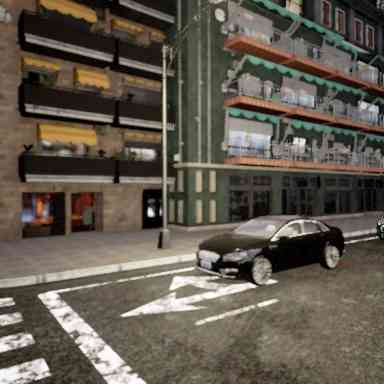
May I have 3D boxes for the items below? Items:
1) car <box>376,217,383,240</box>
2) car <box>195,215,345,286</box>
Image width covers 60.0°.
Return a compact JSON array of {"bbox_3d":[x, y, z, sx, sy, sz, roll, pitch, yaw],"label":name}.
[{"bbox_3d":[10.314,1.273,15.033,4.553,1.767,2.097,0,0,-36],"label":"car"},{"bbox_3d":[2.331,1.447,9.342,4.902,1.511,2.128,0,0,-35],"label":"car"}]
